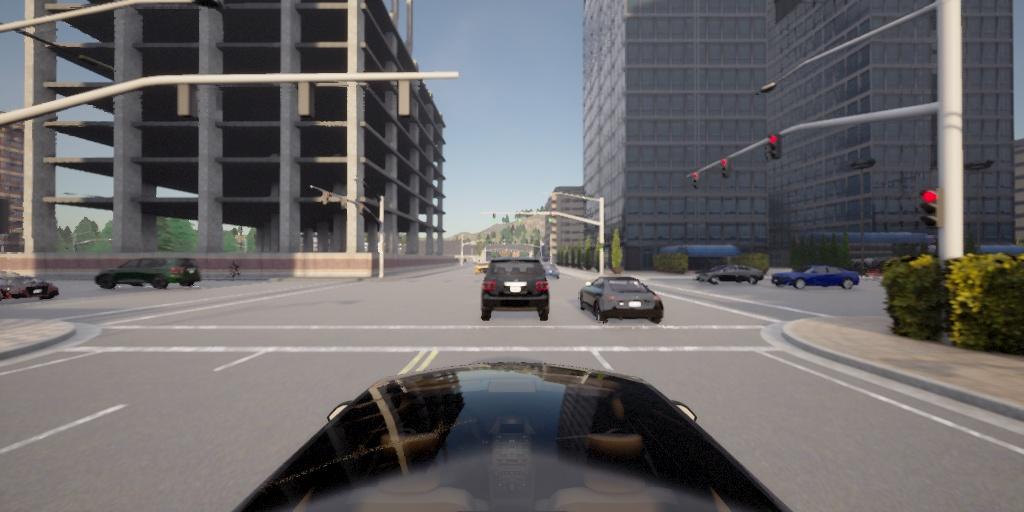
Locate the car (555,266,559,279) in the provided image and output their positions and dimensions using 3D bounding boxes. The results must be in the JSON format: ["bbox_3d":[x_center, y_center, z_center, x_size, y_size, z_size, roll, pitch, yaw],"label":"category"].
[{"bbox_3d":[3.597,1.518,36.018,2.033,1.411,5.357,0,0,0],"label":"car"}]

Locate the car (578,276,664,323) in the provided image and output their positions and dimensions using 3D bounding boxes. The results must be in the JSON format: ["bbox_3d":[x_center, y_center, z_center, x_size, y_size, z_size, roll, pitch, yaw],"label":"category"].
[{"bbox_3d":[3.594,1.384,12.481,1.994,1.385,4.181,0,0,0],"label":"car"}]

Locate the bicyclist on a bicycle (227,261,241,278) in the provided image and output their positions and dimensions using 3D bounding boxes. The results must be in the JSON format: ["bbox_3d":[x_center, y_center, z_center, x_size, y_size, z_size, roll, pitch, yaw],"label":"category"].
[{"bbox_3d":[-26.444,1.261,34.148,0.582,1.620,1.656,0,0,1],"label":"bicyclist on a bicycle"}]

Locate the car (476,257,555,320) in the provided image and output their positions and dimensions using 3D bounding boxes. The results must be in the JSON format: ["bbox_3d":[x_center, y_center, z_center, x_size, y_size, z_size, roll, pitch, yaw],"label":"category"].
[{"bbox_3d":[0.097,1.047,13.091,2.150,2.045,5.566,0,0,0],"label":"car"}]

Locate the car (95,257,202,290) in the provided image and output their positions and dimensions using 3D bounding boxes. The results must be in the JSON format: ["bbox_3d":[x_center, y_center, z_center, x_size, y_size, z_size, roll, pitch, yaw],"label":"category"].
[{"bbox_3d":[-23.532,1.110,23.370,5.566,2.045,2.150,0,0,0],"label":"car"}]

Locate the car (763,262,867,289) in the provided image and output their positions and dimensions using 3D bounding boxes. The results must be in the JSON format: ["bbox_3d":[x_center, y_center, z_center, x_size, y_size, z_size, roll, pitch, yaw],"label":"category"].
[{"bbox_3d":[19.967,1.370,23.761,5.008,1.535,1.882,0,0,0],"label":"car"}]

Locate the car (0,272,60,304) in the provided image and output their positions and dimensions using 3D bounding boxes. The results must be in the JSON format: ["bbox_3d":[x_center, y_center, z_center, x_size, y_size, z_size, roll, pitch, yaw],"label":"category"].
[{"bbox_3d":[-23.322,1.406,16.139,4.181,1.385,1.994,0,0,0],"label":"car"}]

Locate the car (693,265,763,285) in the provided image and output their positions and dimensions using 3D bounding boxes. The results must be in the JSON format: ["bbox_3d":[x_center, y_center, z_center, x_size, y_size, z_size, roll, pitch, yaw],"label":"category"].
[{"bbox_3d":[16.366,1.405,27.234,4.902,1.511,2.128,0,0,0],"label":"car"}]
